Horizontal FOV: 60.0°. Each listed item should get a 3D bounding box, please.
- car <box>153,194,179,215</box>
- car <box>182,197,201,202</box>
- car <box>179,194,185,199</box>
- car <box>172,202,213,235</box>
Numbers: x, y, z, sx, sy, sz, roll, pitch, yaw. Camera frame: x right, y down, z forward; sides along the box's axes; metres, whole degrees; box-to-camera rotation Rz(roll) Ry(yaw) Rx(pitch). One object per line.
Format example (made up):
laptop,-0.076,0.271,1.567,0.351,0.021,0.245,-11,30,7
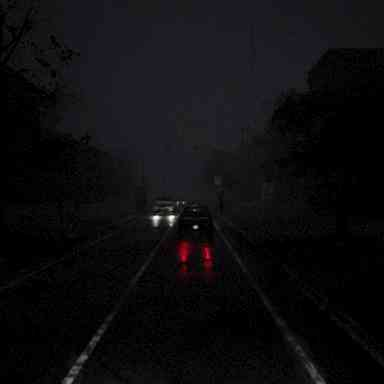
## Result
car,-2.908,1.312,36.101,2.150,2.045,5.566,0,0,0
car,0.285,1.580,35.429,2.128,1.511,4.902,0,0,0
car,-2.596,1.196,76.867,1.994,1.385,4.181,0,0,0
car,0.199,1.538,19.026,2.128,1.511,4.902,0,0,0
